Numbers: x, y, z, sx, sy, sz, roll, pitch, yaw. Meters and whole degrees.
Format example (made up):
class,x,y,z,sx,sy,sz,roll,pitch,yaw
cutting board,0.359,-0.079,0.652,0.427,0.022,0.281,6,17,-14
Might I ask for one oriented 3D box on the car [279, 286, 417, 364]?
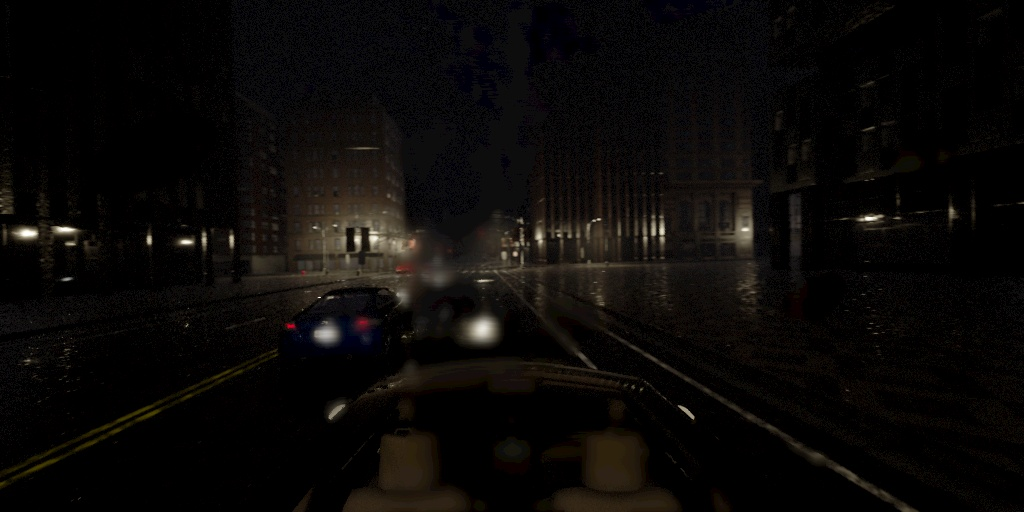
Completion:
class,x,y,z,sx,sy,sz,roll,pitch,yaw
car,-3.564,1.410,8.543,1.994,1.385,4.181,-1,0,-5

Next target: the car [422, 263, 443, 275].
class,x,y,z,sx,sy,sz,roll,pitch,yaw
car,-10.140,1.658,45.995,1.994,1.385,4.181,-1,0,-4

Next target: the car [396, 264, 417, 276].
class,x,y,z,sx,sy,sz,roll,pitch,yaw
car,-13.370,1.701,45.583,1.812,1.442,4.674,-1,0,-4

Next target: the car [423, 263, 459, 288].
class,x,y,z,sx,sy,sz,roll,pitch,yaw
car,-5.057,1.440,26.069,1.812,1.442,4.674,-1,0,-5
